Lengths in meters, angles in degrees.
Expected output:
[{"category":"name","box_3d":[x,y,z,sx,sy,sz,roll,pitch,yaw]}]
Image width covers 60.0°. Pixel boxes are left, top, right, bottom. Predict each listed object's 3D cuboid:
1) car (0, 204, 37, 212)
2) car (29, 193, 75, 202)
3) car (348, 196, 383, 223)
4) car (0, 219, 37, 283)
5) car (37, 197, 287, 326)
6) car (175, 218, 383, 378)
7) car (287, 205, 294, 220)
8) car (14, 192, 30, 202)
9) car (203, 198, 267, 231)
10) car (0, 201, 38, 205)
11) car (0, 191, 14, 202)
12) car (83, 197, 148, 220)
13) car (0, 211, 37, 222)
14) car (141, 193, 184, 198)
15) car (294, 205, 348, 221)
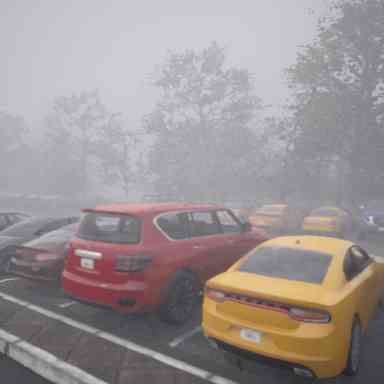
[{"category":"car","box_3d":[-6.904,1.419,12.382,2.097,1.535,5.008,1,1,36]},{"category":"car","box_3d":[-12.825,1.055,32.807,2.231,1.521,4.892,2,1,36]},{"category":"car","box_3d":[9.744,1.258,16.454,2.435,2.045,5.566,0,0,36]},{"category":"car","box_3d":[-2.388,1.514,9.118,2.002,1.452,4.674,0,0,36]},{"category":"car","box_3d":[-0.113,1.241,7.511,2.435,2.045,5.566,0,0,36]},{"category":"car","box_3d":[2.121,1.511,5.853,2.097,1.535,5.008,0,0,36]},{"category":"car","box_3d":[5.143,1.471,19.810,2.097,1.535,5.008,1,0,36]},{"category":"car","box_3d":[-15.188,0.959,34.517,2.097,1.535,5.008,2,1,36]},{"category":"car","box_3d":[2.909,1.322,21.471,2.185,1.767,4.553,1,1,36]},{"category":"car","box_3d":[-9.164,1.380,14.016,2.097,1.535,5.008,1,1,36]},{"category":"car","box_3d":[-17.447,0.859,36.151,2.097,1.535,5.008,3,2,36]},{"category":"car","box_3d":[-6.260,1.268,27.837,1.946,1.575,5.366,2,1,36]},{"category":"car","box_3d":[-4.660,1.480,10.729,2.163,1.488,4.792,1,0,36]},{"category":"car","box_3d":[-1.613,1.124,24.739,2.435,2.045,5.566,1,1,36]},{"category":"car","box_3d":[7.611,1.487,18.260,1.946,1.575,5.366,0,0,36]}]
